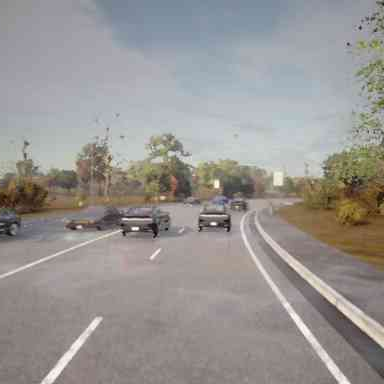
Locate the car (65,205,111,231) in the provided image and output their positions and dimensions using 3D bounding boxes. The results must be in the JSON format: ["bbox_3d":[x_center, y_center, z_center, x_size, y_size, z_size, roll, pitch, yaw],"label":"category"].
[{"bbox_3d":[-5.766,1.530,20.676,2.033,1.411,5.357,0,0,8],"label":"car"}]

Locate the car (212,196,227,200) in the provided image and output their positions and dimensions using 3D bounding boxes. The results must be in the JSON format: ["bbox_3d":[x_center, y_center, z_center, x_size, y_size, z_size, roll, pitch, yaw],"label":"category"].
[{"bbox_3d":[5.023,1.477,60.349,1.882,1.535,5.008,0,0,24],"label":"car"}]

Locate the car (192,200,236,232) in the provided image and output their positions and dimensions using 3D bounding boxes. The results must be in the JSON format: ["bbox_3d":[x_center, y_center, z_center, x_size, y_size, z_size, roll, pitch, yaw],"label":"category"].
[{"bbox_3d":[1.474,1.494,20.310,2.128,1.511,4.902,0,0,7],"label":"car"}]

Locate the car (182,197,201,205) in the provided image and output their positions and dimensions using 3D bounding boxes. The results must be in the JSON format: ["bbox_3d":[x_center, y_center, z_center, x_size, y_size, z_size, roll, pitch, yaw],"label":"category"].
[{"bbox_3d":[0.096,1.528,57.606,2.033,1.411,5.357,0,0,21],"label":"car"}]

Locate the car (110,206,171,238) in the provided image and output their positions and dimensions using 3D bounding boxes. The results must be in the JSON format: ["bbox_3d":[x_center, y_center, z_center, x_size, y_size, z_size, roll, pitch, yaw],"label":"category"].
[{"bbox_3d":[-2.356,1.484,17.778,2.128,1.511,4.902,0,0,6],"label":"car"}]

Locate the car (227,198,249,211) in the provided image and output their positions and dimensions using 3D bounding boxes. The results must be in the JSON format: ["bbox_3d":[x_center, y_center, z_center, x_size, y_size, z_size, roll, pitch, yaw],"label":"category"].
[{"bbox_3d":[6.028,1.519,41.902,1.837,1.490,4.892,0,0,16],"label":"car"}]

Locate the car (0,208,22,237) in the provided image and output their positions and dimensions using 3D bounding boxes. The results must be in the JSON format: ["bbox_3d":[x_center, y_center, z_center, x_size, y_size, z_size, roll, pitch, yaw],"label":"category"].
[{"bbox_3d":[-9.832,1.480,15.189,1.837,1.490,4.892,0,0,5],"label":"car"}]
